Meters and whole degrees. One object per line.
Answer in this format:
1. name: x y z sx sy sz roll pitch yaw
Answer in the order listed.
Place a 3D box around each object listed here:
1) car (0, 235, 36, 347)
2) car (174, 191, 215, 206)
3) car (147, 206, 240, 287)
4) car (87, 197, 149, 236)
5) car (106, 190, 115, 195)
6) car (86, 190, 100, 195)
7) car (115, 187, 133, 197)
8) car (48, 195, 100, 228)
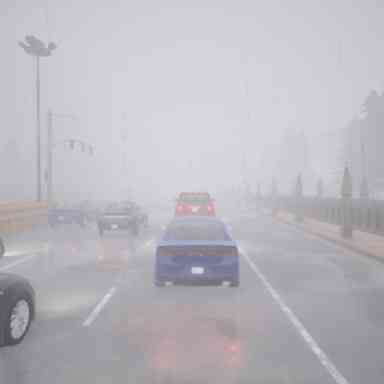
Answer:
1. car: -3.399 1.481 3.362 1.837 1.490 4.892 0 0 0
2. car: 0.154 0.940 18.912 2.150 2.045 5.566 0 1 0
3. car: 0.115 1.365 9.045 1.882 1.535 5.008 0 1 0
4. car: -3.352 1.245 16.836 2.128 1.511 4.902 0 1 0
5. car: -20.583 0.118 84.683 2.128 1.511 4.902 0 1 0
6. car: -20.667 0.356 69.295 1.837 1.490 4.892 0 1 0
7. car: -13.670 0.090 68.800 2.150 2.045 5.566 0 1 0
8. car: -6.836 1.179 19.924 1.882 1.535 5.008 0 1 0
